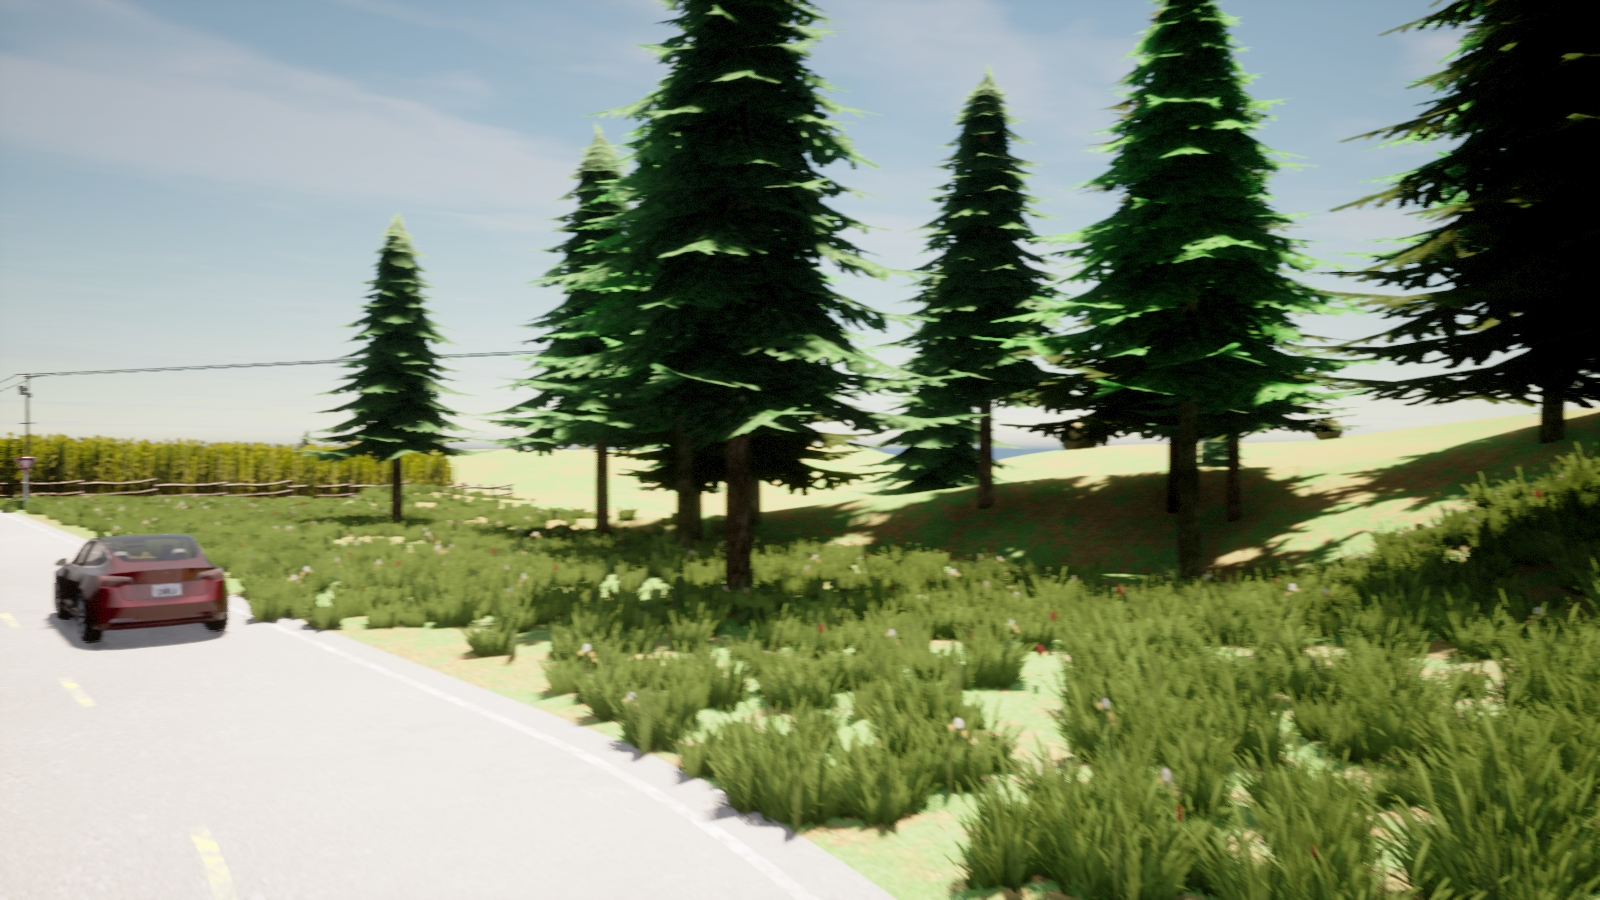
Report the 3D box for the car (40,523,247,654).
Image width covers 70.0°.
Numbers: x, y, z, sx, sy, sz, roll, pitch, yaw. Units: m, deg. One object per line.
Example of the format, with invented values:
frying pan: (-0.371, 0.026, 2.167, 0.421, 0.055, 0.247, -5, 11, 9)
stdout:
car: (-10.675, 2.084, 18.388, 2.163, 1.488, 4.792, 0, 0, -39)
